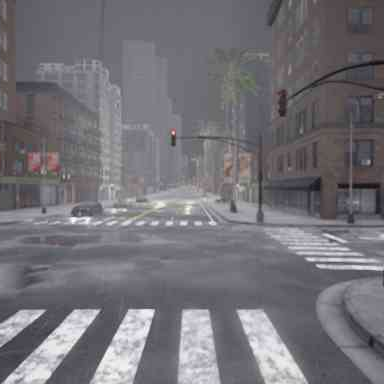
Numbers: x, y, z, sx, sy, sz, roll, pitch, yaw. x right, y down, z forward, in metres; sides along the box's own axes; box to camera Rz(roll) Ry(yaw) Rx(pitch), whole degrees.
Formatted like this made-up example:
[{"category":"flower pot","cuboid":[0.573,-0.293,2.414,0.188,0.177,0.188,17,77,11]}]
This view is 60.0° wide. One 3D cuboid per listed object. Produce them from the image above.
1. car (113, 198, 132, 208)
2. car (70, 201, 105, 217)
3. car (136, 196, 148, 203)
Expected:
[{"category":"car","cuboid":[-9.857,1.572,47.302,1.895,1.301,4.718,0,0,1]},{"category":"car","cuboid":[-9.863,1.531,31.935,2.033,1.411,5.357,0,0,0]},{"category":"car","cuboid":[-9.788,1.503,65.414,1.994,1.385,4.181,0,0,0]}]
